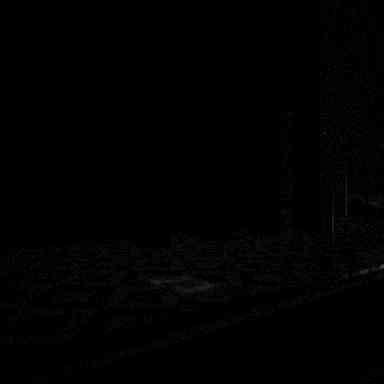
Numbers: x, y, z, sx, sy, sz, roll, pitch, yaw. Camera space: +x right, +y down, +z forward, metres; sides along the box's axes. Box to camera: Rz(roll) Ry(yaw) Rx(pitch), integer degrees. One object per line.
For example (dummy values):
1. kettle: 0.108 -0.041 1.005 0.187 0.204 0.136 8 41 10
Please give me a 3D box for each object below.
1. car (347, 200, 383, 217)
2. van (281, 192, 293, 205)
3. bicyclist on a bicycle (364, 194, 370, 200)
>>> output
1. car: 14.771 1.366 28.275 2.008 1.369 4.403 1 0 -36
2. van: 12.199 0.930 46.548 1.690 1.788 3.998 1 0 -36
3. bicyclist on a bicycle: 20.789 1.029 39.608 1.656 1.620 0.582 0 1 -36
